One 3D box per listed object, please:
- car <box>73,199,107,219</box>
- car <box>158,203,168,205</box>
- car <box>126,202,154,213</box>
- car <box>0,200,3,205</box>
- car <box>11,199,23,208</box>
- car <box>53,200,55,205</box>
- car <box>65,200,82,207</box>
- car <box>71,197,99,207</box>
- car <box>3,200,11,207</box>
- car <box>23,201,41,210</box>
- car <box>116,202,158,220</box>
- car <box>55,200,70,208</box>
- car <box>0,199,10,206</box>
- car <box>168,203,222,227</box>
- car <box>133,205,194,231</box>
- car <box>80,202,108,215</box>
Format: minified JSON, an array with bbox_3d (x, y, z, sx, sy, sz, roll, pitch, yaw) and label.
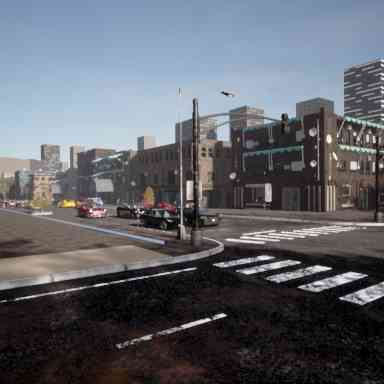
[{"bbox_3d":[-10.260,1.846,34.143,1.967,1.590,4.097,-2,0,-37],"label":"car"},{"bbox_3d":[-3.548,1.904,39.165,1.802,1.307,4.206,-2,0,-37],"label":"car"},{"bbox_3d":[-6.863,1.966,43.597,1.802,1.307,4.206,-2,0,-37],"label":"car"},{"bbox_3d":[-43.416,2.547,78.464,2.008,1.369,4.403,-1,0,-37],"label":"car"},{"bbox_3d":[-33.469,2.376,65.168,2.008,1.369,4.403,-1,0,-37],"label":"car"},{"bbox_3d":[-30.075,2.364,74.622,1.947,1.339,4.313,-1,0,-37],"label":"car"},{"bbox_3d":[-23.443,2.227,65.757,1.887,1.381,4.507,-1,0,-37],"label":"car"},{"bbox_3d":[-16.952,1.909,52.770,2.097,1.767,4.553,-1,0,-37],"label":"car"},{"bbox_3d":[-40.102,2.380,74.031,1.967,1.590,4.097,-1,0,-37],"label":"car"},{"bbox_3d":[-26.735,2.233,56.167,1.752,1.417,4.829,-1,0,-37],"label":"car"},{"bbox_3d":[-5.721,1.825,32.421,2.128,1.511,4.902,-1,0,-37],"label":"car"},{"bbox_3d":[-22.966,2.142,60.810,1.882,1.535,5.008,-1,0,-37],"label":"car"},{"bbox_3d":[-46.731,2.597,82.895,1.887,1.381,4.507,-1,0,-37],"label":"car"},{"bbox_3d":[0.263,1.783,24.397,1.994,1.385,4.181,-1,0,-38],"label":"car"},{"bbox_3d":[-2.042,1.815,22.959,1.947,1.339,4.313,-2,0,-37],"label":"car"},{"bbox_3d":[-12.101,1.979,40.966,1.812,1.442,4.674,-1,0,-36],"label":"car"}]
